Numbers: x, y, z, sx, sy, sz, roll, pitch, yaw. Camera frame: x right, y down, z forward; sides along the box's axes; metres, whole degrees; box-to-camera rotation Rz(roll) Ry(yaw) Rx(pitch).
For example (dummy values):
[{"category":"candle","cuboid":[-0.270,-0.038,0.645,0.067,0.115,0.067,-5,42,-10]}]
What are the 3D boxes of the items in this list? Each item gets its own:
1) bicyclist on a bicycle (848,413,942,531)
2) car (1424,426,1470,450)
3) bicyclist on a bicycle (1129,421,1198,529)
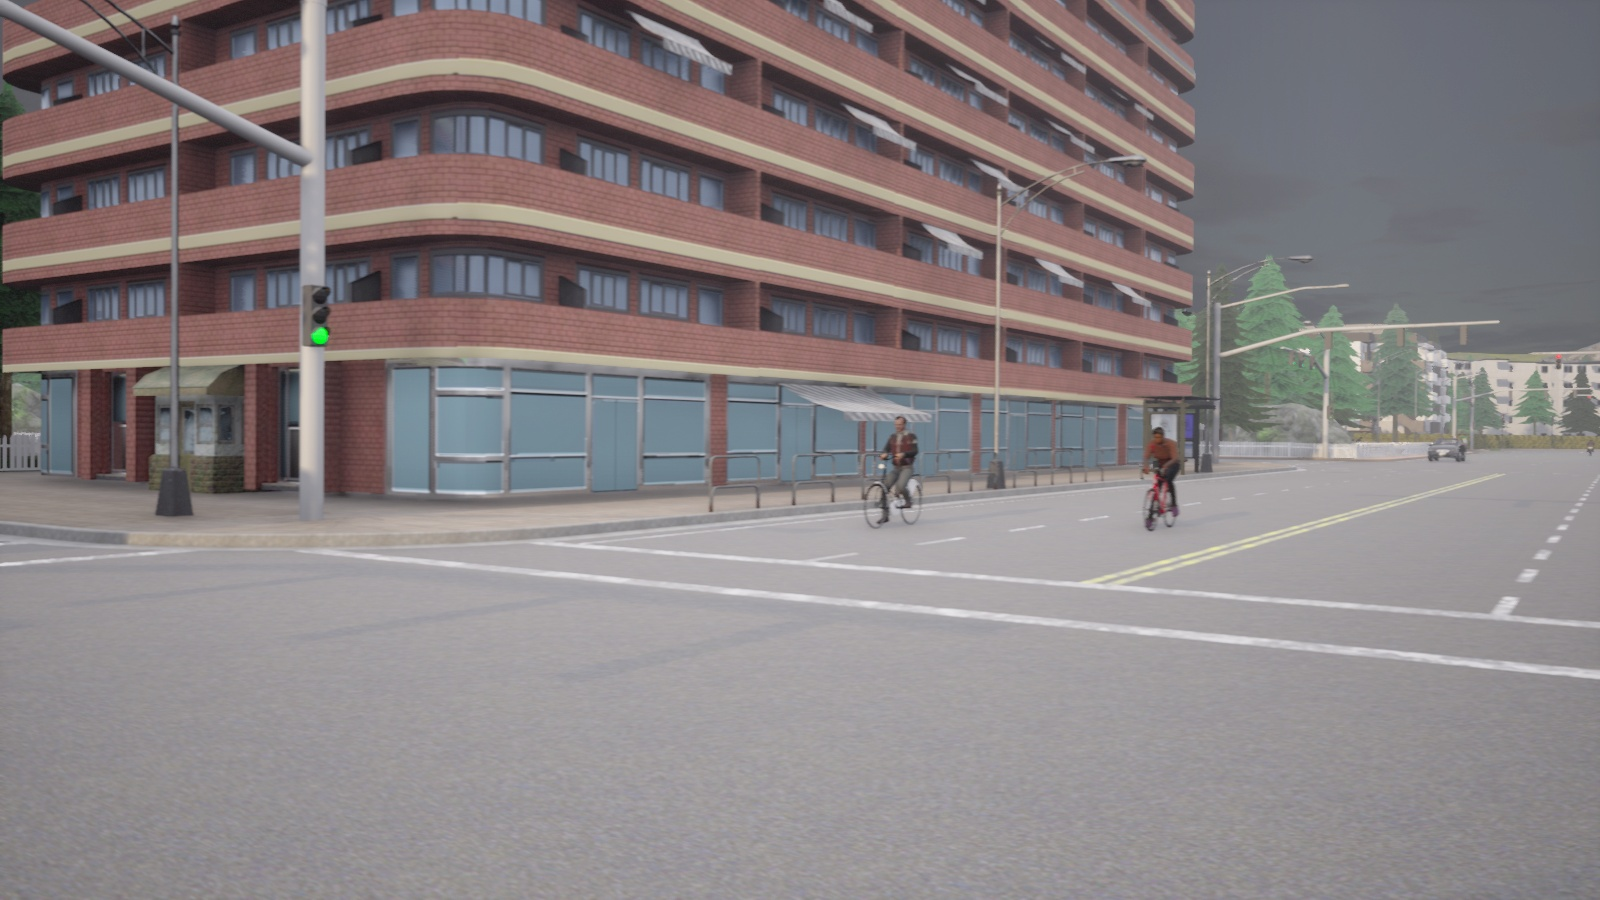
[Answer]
[{"category":"bicyclist on a bicycle","cuboid":[1.520,0.319,19.751,0.659,1.776,1.843,0,1,33]},{"category":"car","cuboid":[41.916,-0.801,81.260,2.128,1.511,4.902,0,1,33]},{"category":"bicyclist on a bicycle","cuboid":[5.749,0.362,19.817,0.582,1.620,1.656,0,1,33]}]
